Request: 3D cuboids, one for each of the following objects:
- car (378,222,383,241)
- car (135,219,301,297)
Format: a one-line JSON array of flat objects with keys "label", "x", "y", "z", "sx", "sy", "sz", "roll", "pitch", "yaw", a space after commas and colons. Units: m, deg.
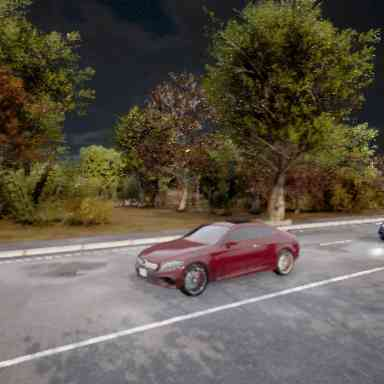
[{"label": "car", "x": 9.716, "y": 1.285, "z": 13.686, "sx": 4.674, "sy": 1.442, "sz": 1.812, "roll": -1, "pitch": 0, "yaw": -30}, {"label": "car", "x": 0.854, "y": 1.463, "z": 8.568, "sx": 4.674, "sy": 1.442, "sz": 1.812, "roll": -1, "pitch": 1, "yaw": -34}]
